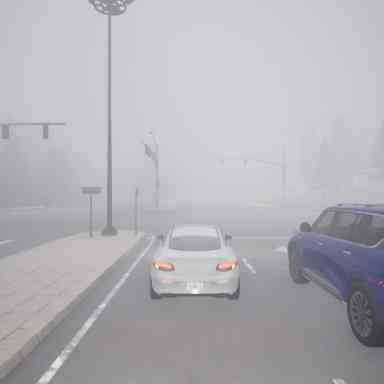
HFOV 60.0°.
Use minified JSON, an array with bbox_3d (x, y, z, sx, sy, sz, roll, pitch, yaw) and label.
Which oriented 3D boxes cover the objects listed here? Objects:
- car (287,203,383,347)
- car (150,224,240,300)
[{"bbox_3d":[3.554,1.221,6.431,2.150,2.045,5.566,0,0,1],"label":"car"},{"bbox_3d":[0.063,1.526,8.276,1.812,1.442,4.674,0,0,0],"label":"car"}]
